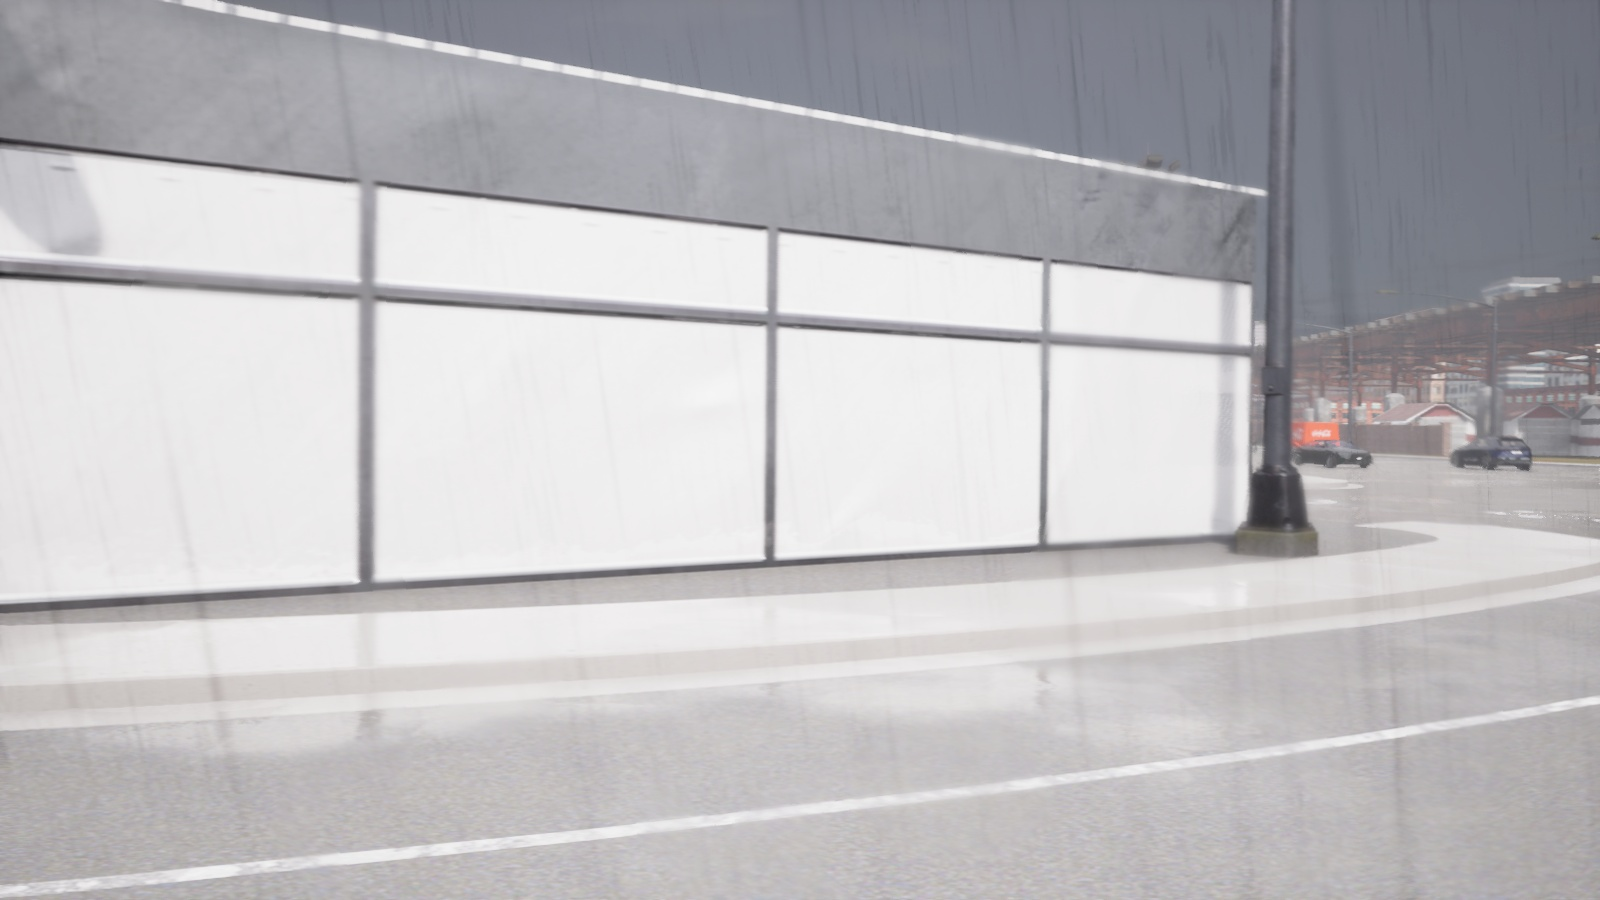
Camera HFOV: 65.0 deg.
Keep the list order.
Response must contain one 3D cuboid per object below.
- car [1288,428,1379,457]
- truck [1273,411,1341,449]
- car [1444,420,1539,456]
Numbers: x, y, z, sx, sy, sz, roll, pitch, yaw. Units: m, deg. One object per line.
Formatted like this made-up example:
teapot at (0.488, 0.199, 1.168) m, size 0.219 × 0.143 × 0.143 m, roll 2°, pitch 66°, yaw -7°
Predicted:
car at (26.143, -0.380, 61.682) m, size 1.994 × 1.385 × 4.181 m, roll -1°, pitch 1°, yaw -13°
truck at (34.165, -1.376, 84.778) m, size 2.627 × 2.467 × 5.204 m, roll -1°, pitch 1°, yaw 2°
car at (33.349, -0.580, 60.752) m, size 2.033 × 1.649 × 4.856 m, roll -1°, pitch 1°, yaw 2°
